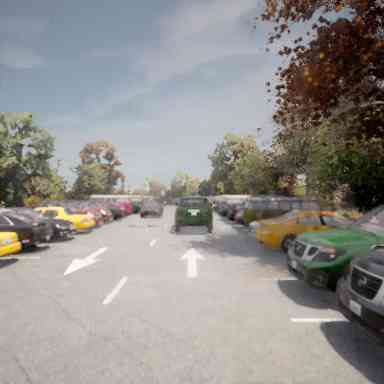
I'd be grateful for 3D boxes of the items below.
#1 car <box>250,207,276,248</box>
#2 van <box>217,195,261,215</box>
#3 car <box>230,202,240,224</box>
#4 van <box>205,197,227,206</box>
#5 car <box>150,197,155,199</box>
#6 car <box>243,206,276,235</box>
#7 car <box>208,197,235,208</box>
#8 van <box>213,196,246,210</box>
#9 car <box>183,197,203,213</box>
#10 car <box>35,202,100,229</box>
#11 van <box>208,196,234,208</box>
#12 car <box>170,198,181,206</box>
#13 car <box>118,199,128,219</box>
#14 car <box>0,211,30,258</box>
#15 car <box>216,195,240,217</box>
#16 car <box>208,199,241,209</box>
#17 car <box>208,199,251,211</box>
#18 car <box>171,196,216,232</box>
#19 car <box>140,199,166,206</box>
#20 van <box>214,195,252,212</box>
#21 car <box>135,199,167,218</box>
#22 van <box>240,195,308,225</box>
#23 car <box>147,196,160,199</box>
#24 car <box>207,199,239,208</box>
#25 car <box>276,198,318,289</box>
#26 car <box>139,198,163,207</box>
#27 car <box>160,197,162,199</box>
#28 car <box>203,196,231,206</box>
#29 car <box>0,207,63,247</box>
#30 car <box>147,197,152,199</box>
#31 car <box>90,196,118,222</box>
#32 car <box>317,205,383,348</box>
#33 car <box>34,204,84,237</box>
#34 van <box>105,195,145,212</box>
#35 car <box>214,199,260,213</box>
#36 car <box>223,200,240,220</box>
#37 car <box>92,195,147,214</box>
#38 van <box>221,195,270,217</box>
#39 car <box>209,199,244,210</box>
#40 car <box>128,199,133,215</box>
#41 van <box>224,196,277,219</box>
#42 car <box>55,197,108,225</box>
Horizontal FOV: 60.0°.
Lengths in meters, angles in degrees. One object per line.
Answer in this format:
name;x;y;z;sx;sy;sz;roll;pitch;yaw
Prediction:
car;5.032;1.510;12.893;5.008;1.535;2.097;0;0;0
van;4.917;1.336;35.188;4.442;1.987;1.878;0;-1;0
car;5.034;1.570;21.203;4.674;1.452;2.002;0;0;0
van;5.146;2.008;71.164;4.442;1.987;1.878;0;-1;0
car;-8.078;1.780;46.287;4.792;1.488;2.163;0;-1;0
car;5.040;1.557;15.788;4.674;1.452;2.002;0;0;0
car;4.999;1.826;57.196;4.553;1.767;2.185;0;-1;0
van;5.149;1.522;46.118;4.442;1.987;1.878;0;-1;0
car;0.096;1.479;38.500;2.097;1.767;4.553;0;-1;0
car;-8.229;1.520;18.546;5.366;1.575;1.946;0;0;0
van;5.147;1.777;59.967;4.442;1.987;1.878;0;-1;0
car;-3.512;2.121;72.769;2.097;1.767;4.553;0;-1;0
car;-8.050;1.542;26.874;5.008;1.535;2.097;0;0;0
car;-8.227;1.501;10.217;5.366;1.575;1.946;0;0;0
car;5.007;1.291;26.869;5.566;2.045;2.435;0;0;0
car;5.026;1.850;51.653;5.008;1.535;2.097;0;-1;0
car;4.848;1.694;43.343;5.366;1.575;1.946;0;-1;0
car;0.104;1.264;20.706;2.150;2.045;5.566;0;0;0
car;-8.045;2.169;68.488;5.008;1.535;2.097;0;-1;0
van;4.916;1.420;40.579;4.442;1.987;1.878;0;-1;0
car;-3.602;1.619;30.911;2.033;1.411;5.357;0;0;0
van;5.153;1.298;18.559;4.442;1.987;1.878;0;0;0
car;-8.043;1.853;51.837;5.008;1.535;2.097;0;-1;0
car;5.026;1.903;54.548;5.008;1.535;2.097;0;-1;0
car;5.010;1.246;7.352;5.566;2.045;2.435;0;0;0
car;-8.020;1.985;65.714;4.553;1.767;2.185;0;-1;0
car;-8.047;1.995;57.388;4.674;1.452;2.002;0;-1;0
car;5.056;1.912;68.273;5.566;2.045;2.435;0;-1;0
car;-8.036;1.512;12.993;4.892;1.521;2.231;0;0;0
car;-8.045;1.740;43.510;4.674;1.452;2.002;0;-1;0
car;-8.075;1.411;24.098;4.553;1.767;2.185;0;0;0
car;5.011;1.240;4.582;5.566;2.045;2.435;0;0;0
car;-8.049;1.518;15.769;4.892;1.521;2.231;0;0;0
van;-8.163;1.423;40.739;4.442;1.987;1.878;0;-1;0
car;5.039;1.595;37.805;5.008;1.535;2.097;0;-1;0
car;5.030;1.536;23.974;5.008;1.535;2.097;0;0;0
car;-8.018;1.311;35.203;5.566;2.045;2.435;0;0;0
van;5.151;1.329;32.285;4.442;1.987;1.878;0;0;0
car;5.026;1.800;48.883;4.892;1.521;2.231;0;-1;0
car;-8.042;1.589;29.650;4.674;1.452;2.002;0;0;0
van;5.152;1.323;29.640;4.442;1.987;1.878;0;0;0
car;-8.075;1.404;21.322;4.553;1.767;2.185;0;0;0
